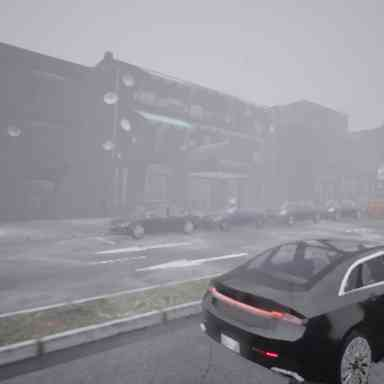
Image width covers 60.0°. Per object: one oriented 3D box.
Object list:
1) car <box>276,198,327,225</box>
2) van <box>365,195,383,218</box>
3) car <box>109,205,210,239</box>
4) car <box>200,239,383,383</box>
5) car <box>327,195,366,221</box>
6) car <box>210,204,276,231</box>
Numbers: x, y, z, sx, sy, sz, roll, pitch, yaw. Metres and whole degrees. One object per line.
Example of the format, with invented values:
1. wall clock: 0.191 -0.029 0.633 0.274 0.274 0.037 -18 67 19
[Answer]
1. car: 7.091 1.329 23.557 4.553 1.767 2.185 0 0 -36
2. van: 15.949 1.236 29.913 4.442 1.987 1.878 0 0 -36
3. car: -1.805 1.449 17.173 4.892 1.521 2.231 0 0 -36
4. car: 2.406 1.494 5.165 4.902 1.511 2.128 0 0 -35
5. car: 11.580 1.333 26.778 4.553 1.767 2.185 0 0 -36
6. car: 2.680 1.492 20.392 4.674 1.452 2.002 0 0 -36
